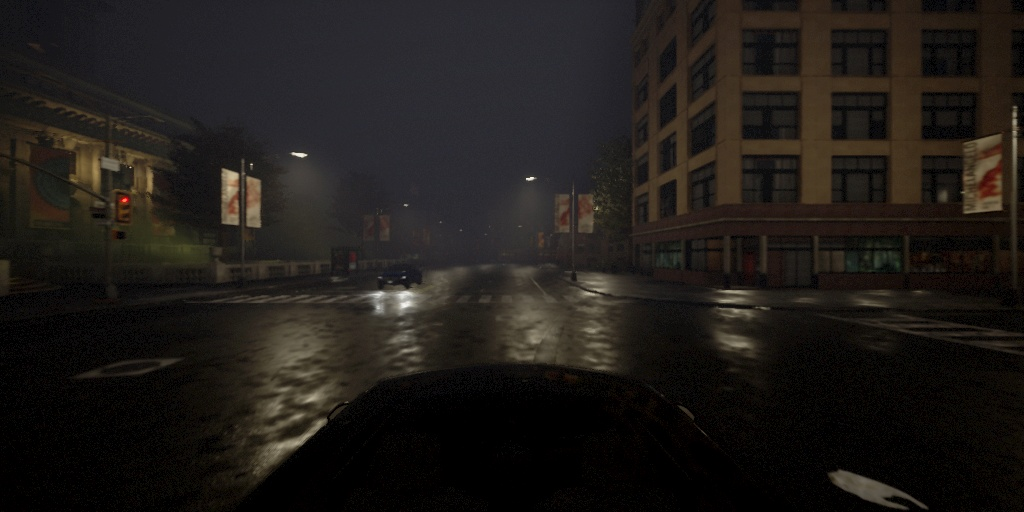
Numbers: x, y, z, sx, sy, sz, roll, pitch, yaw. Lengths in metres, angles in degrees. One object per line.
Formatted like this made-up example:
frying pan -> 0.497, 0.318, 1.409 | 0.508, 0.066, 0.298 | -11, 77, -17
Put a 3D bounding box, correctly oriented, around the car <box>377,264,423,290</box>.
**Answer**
car -> -6.995, 1.222, 22.901 | 1.812, 1.442, 4.674 | 0, 0, 0
